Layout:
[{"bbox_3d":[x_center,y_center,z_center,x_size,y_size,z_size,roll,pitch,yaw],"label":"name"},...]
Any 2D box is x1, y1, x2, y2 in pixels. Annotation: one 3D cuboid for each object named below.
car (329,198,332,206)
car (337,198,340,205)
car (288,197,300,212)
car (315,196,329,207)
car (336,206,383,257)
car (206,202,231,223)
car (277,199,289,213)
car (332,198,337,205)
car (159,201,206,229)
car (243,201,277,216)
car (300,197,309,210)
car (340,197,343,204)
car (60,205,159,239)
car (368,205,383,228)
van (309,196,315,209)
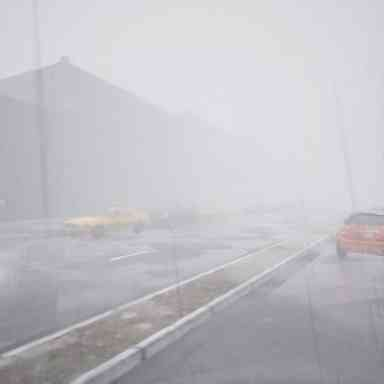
[{"bbox_3d":[27.279,2.209,69.577,2.097,1.535,5.008,1,0,31],"label":"car"},{"bbox_3d":[33.033,2.215,79.043,2.185,1.767,4.553,1,0,31],"label":"car"},{"bbox_3d":[12.950,1.755,45.993,2.185,1.767,4.553,1,0,31],"label":"car"},{"bbox_3d":[24.462,1.893,64.935,2.435,2.045,5.566,1,0,31],"label":"car"},{"bbox_3d":[7.133,1.517,13.135,2.097,1.767,4.553,1,-1,32],"label":"car"},{"bbox_3d":[1.426,1.614,27.028,1.946,1.575,5.366,1,0,31],"label":"car"},{"bbox_3d":[10.128,1.857,41.353,2.002,1.452,4.674,1,0,31],"label":"car"},{"bbox_3d":[30.149,2.276,74.299,2.231,1.521,4.892,1,0,31],"label":"car"},{"bbox_3d":[-1.332,1.429,22.493,2.185,1.767,4.553,1,0,31],"label":"car"},{"bbox_3d":[7.263,1.752,36.635,2.231,1.521,4.892,1,0,31],"label":"car"},{"bbox_3d":[15.818,1.821,50.714,2.185,1.767,4.553,1,0,31],"label":"car"},{"bbox_3d":[35.902,2.281,83.764,2.185,1.767,4.553,1,0,31],"label":"car"},{"bbox_3d":[-4.314,1.483,17.584,1.946,1.575,5.366,1,0,31],"label":"car"},{"bbox_3d":[14.972,1.849,25.964,1.837,1.490,4.892,1,0,32],"label":"car"},{"bbox_3d":[18.612,1.785,55.310,1.878,1.987,4.442,1,0,31],"label":"van"}]
